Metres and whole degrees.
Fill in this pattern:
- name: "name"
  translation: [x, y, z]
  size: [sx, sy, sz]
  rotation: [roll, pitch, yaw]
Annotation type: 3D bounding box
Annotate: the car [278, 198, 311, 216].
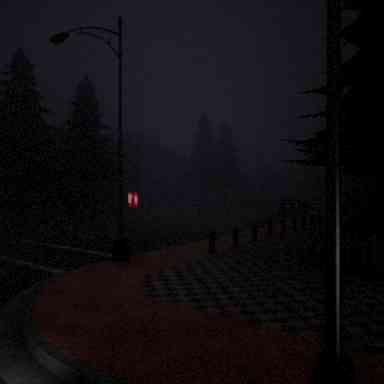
- name: "car"
  translation: [10.376, 1.364, 33.392]
  size: [2.097, 1.767, 4.553]
  rotation: [0, 0, 35]
